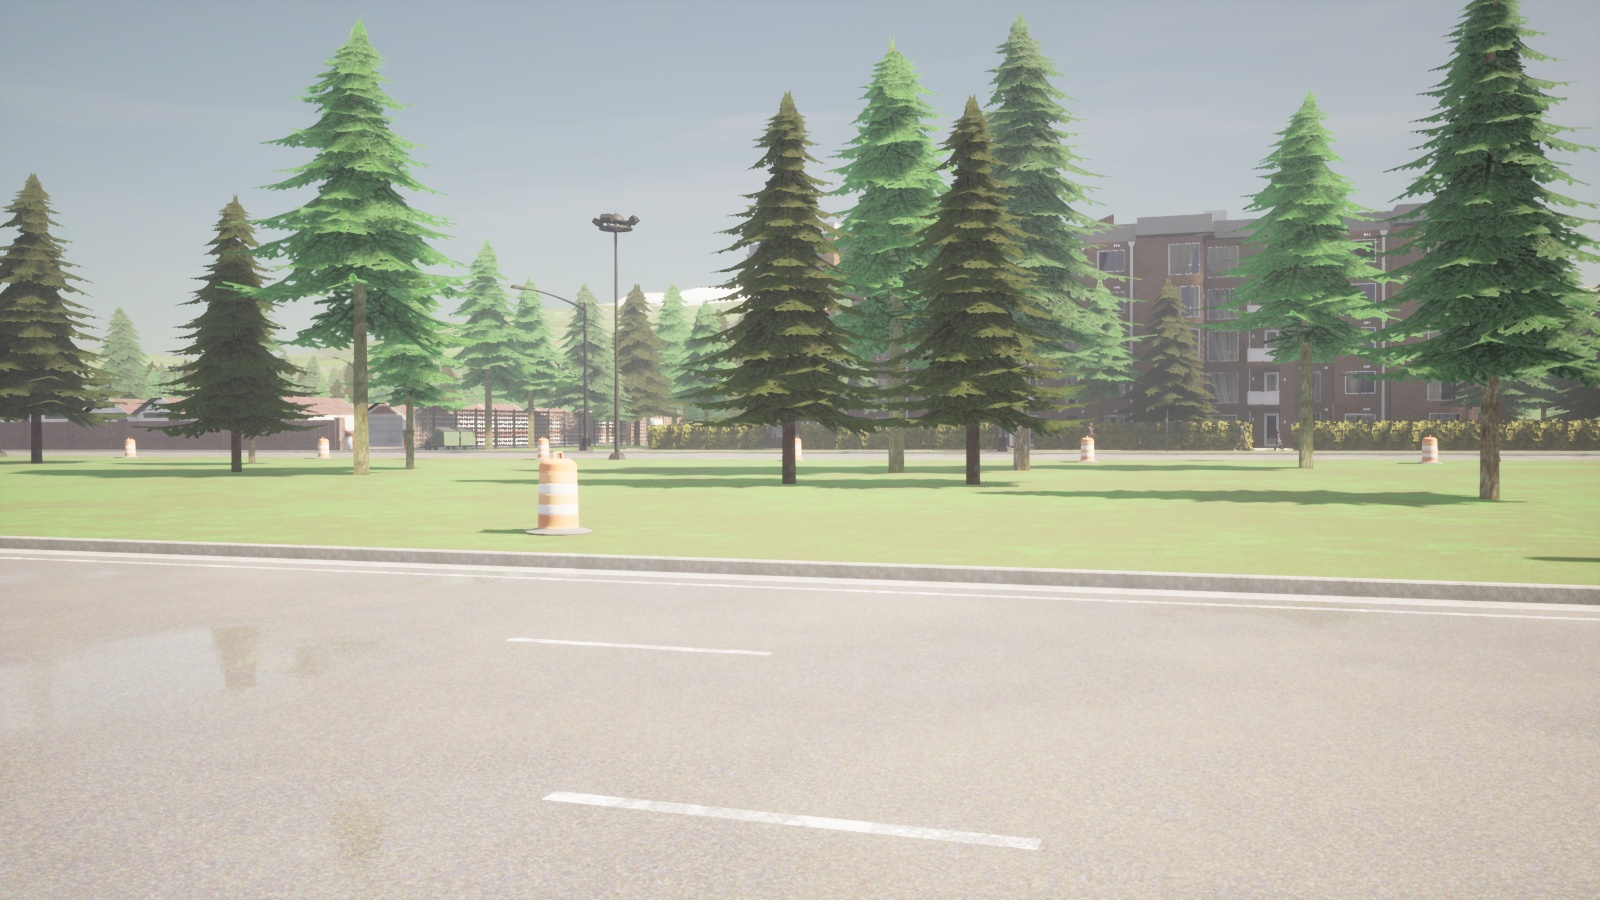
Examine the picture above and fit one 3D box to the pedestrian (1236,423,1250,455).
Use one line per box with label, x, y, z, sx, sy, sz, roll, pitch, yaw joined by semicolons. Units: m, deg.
pedestrian;27.437;-0.687;77.777;0.788;1.949;0.423;1;1;20
